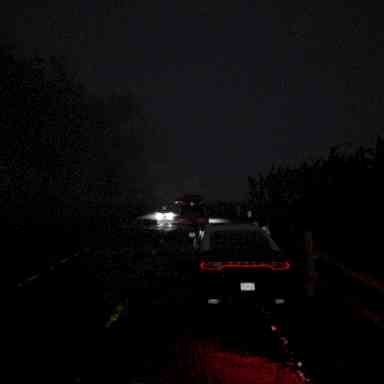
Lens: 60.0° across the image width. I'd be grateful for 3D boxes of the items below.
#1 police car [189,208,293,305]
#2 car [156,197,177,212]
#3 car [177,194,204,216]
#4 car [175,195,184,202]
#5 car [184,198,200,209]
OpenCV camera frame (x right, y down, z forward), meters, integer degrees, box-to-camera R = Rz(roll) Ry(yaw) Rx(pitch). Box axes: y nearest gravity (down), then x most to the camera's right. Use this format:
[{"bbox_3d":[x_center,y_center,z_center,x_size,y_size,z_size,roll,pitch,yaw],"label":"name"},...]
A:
[{"bbox_3d":[0.950,1.414,8.281,1.930,1.638,5.238,0,0,0],"label":"police car"},{"bbox_3d":[-2.899,1.448,37.235,2.128,1.511,4.902,0,0,0],"label":"car"},{"bbox_3d":[0.011,1.184,32.277,2.150,2.045,5.566,0,0,0],"label":"car"},{"bbox_3d":[-2.853,1.465,77.626,2.033,1.411,5.357,0,0,0],"label":"car"},{"bbox_3d":[-0.006,1.512,44.394,1.994,1.385,4.181,0,0,0],"label":"car"}]
